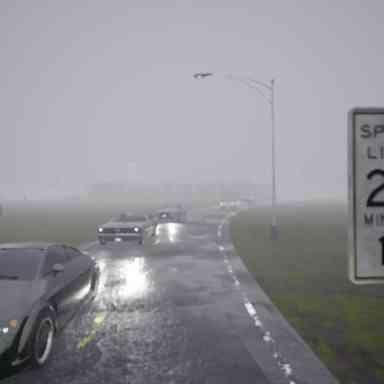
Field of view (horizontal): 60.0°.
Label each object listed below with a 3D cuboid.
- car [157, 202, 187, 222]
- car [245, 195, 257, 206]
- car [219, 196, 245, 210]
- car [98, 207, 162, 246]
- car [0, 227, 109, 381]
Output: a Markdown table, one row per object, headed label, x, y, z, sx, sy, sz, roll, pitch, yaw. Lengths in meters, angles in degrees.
| label | x | y | z | sx | sy | sz | roll | pitch | yaw |
| --- | --- | --- | --- | --- | --- | --- | --- | --- | --- |
| car | -1.629 | 1.490 | 25.525 | 1.994 | 1.385 | 4.181 | -1 | 0 | 10 |
| car | 8.199 | 1.282 | 48.705 | 1.837 | 1.490 | 4.892 | 0 | 0 | 23 |
| car | 4.570 | 1.423 | 39.009 | 1.895 | 1.301 | 4.718 | -1 | 0 | 18 |
| car | -2.798 | 1.574 | 15.377 | 1.895 | 1.301 | 4.718 | -1 | 0 | 3 |
| car | -2.918 | 1.573 | 5.512 | 1.994 | 1.385 | 4.181 | -1 | 0 | -1 |
